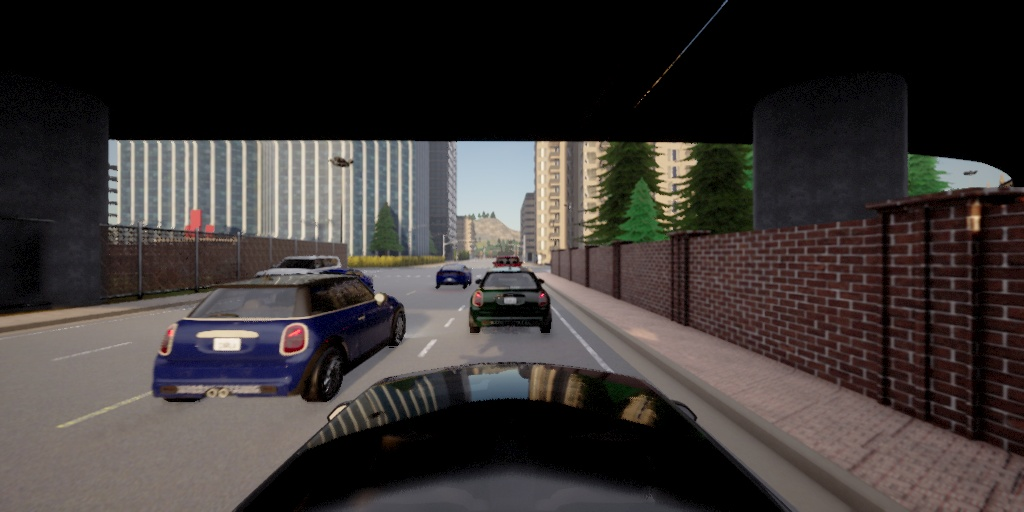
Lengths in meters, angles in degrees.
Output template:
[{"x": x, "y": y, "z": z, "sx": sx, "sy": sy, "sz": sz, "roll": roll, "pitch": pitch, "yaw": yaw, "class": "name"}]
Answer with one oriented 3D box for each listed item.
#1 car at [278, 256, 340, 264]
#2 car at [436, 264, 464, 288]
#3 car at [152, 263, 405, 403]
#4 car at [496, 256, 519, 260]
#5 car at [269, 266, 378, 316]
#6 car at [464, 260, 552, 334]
[{"x": -10.870, "y": 0.997, "z": 18.786, "sx": 2.150, "sy": 2.045, "sz": 5.566, "roll": 0, "pitch": 0, "yaw": -1, "class": "car"}, {"x": -3.762, "y": 1.257, "z": 23.839, "sx": 1.882, "sy": 1.535, "sz": 5.008, "roll": 0, "pitch": 0, "yaw": -1, "class": "car"}, {"x": -3.517, "y": 1.109, "z": 6.533, "sx": 2.097, "sy": 1.767, "sz": 4.553, "roll": 0, "pitch": 0, "yaw": 0, "class": "car"}, {"x": -0.324, "y": 1.004, "z": 27.537, "sx": 2.150, "sy": 2.045, "sz": 5.566, "roll": 0, "pitch": 0, "yaw": -1, "class": "car"}, {"x": -7.301, "y": 1.246, "z": 14.629, "sx": 1.882, "sy": 1.535, "sz": 5.008, "roll": 0, "pitch": 0, "yaw": -1, "class": "car"}, {"x": -0.065, "y": 1.113, "z": 10.835, "sx": 2.097, "sy": 1.767, "sz": 4.553, "roll": 0, "pitch": 0, "yaw": -1, "class": "car"}]
